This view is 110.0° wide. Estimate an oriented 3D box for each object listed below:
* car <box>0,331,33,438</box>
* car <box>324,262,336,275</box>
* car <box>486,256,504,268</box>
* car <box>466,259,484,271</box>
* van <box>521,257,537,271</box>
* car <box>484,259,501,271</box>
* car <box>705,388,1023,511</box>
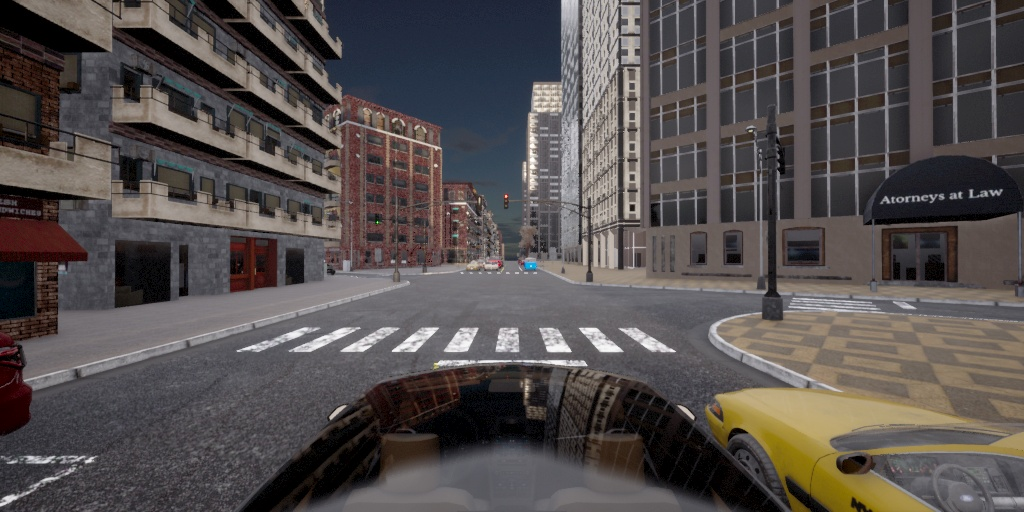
[{"bbox_3d":[-5.314,1.065,1.092,2.192,1.841,5.009,0,0,0],"label":"car"},{"bbox_3d":[-22.364,1.456,41.791,4.892,1.490,1.837,-1,-1,41],"label":"car"},{"bbox_3d":[-2.851,1.038,59.713,2.150,2.045,5.566,0,0,0],"label":"car"},{"bbox_3d":[-5.331,1.321,49.921,1.751,1.417,4.829,0,0,0],"label":"car"},{"bbox_3d":[2.549,1.136,50.094,1.690,1.789,3.998,0,0,0],"label":"van"},{"bbox_3d":[-2.865,1.396,50.205,1.895,1.301,4.718,0,0,-2],"label":"car"},{"bbox_3d":[2.566,1.275,1.271,1.751,1.417,4.829,0,0,0],"label":"car"}]
